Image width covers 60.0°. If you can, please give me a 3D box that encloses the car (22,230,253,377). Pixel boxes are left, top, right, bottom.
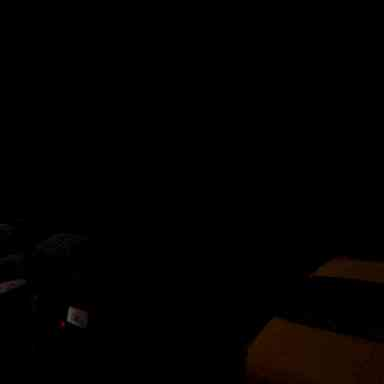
[{"bbox_3d":[0.024,1.506,5.779,2.163,1.488,4.792,0,0,36],"label":"car"}]

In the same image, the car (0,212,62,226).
[{"bbox_3d":[-4.629,1.483,9.067,2.002,1.452,4.674,1,0,36],"label":"car"}]

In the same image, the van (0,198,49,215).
[{"bbox_3d":[-6.878,1.200,10.514,1.878,1.987,4.442,0,1,35],"label":"van"}]

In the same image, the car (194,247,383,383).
[{"bbox_3d":[2.388,1.477,4.285,1.946,1.575,5.366,0,0,36],"label":"car"}]

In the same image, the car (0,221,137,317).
[{"bbox_3d":[-2.362,1.503,7.449,2.002,1.452,4.674,1,0,36],"label":"car"}]
